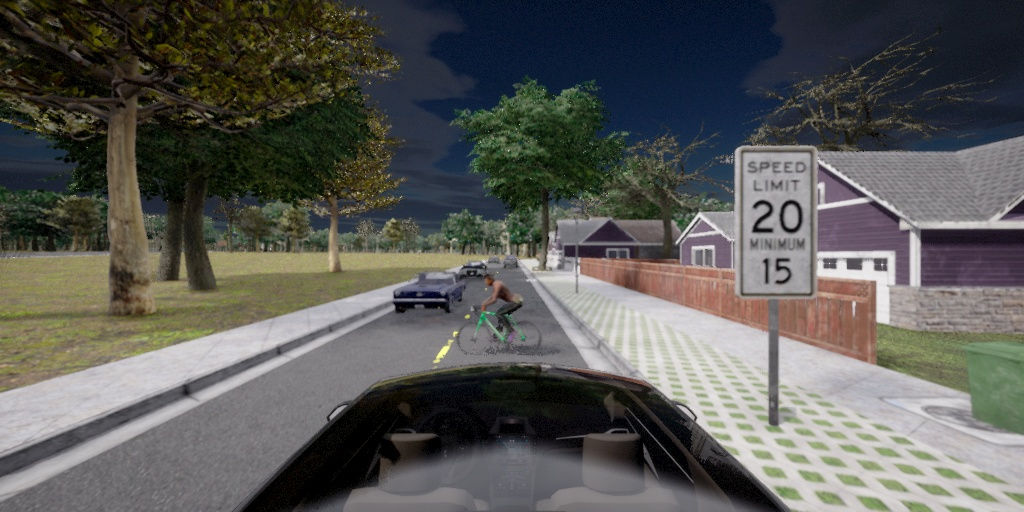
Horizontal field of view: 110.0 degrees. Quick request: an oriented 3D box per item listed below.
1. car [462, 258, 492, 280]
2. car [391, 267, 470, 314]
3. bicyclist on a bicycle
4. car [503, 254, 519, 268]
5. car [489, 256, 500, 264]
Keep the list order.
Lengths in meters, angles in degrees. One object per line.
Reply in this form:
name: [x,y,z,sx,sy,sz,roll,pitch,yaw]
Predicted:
car: [-2.907,1.075,27.994,1.994,1.385,4.181,0,1,0]
car: [-2.887,1.247,13.387,1.895,1.301,4.718,0,0,0]
bicyclist on a bicycle: [-0.260,1.143,6.960,1.656,1.620,0.582,-1,0,0]
car: [-0.102,0.774,48.585,2.128,1.511,4.902,0,1,0]
car: [-3.013,0.691,60.855,1.994,1.385,4.181,0,1,0]
